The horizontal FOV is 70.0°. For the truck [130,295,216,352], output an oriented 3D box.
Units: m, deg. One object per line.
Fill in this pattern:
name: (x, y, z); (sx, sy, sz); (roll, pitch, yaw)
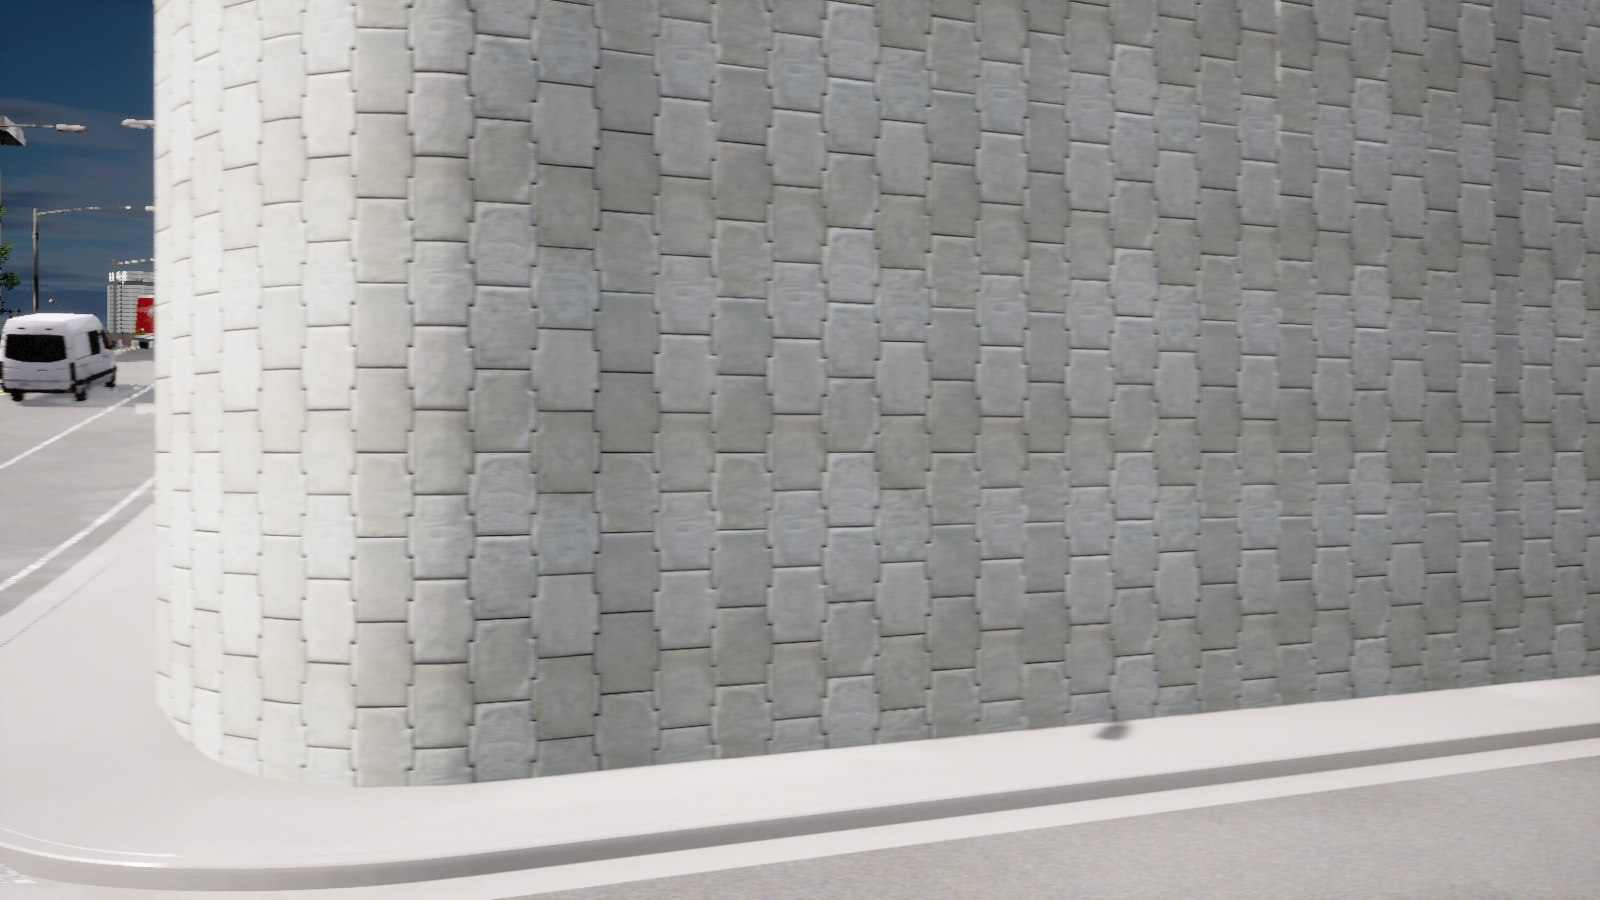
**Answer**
truck: (-29.365, -5.977, 53.702); (2.627, 2.467, 5.204); (0, 7, -19)

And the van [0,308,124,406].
van: (-23.578, -3.074, 36.693); (1.988, 2.561, 5.915); (0, 10, -19)
